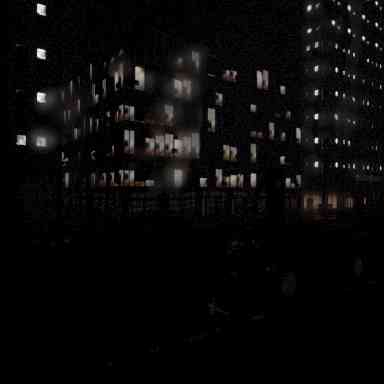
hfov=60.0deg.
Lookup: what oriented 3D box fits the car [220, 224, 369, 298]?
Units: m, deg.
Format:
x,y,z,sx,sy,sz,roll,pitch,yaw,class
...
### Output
x,y,z,sx,sy,sz,roll,pitch,yaw,class
2.741,1.545,8.504,4.507,1.381,1.887,0,0,-35,car
